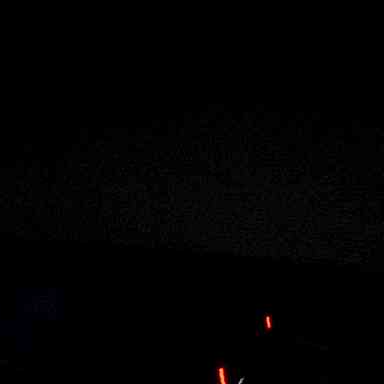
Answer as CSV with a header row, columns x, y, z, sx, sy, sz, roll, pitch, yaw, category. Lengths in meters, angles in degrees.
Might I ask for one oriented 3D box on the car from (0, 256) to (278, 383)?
x,y,z,sx,sy,sz,roll,pitch,yaw,category
-1.420,1.584,4.488,4.718,1.301,1.895,0,0,30,car
